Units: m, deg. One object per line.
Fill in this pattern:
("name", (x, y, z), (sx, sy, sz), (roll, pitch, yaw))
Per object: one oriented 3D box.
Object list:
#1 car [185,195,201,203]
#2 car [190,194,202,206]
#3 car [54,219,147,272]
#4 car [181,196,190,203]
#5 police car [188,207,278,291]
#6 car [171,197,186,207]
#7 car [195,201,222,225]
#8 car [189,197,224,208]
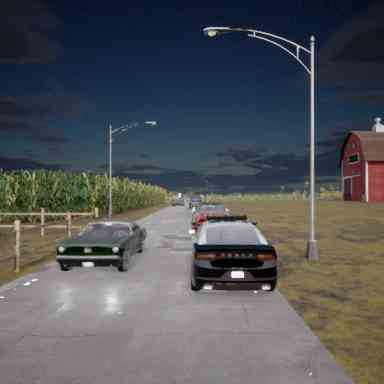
("car", (0.560, 1.598, 46.486), (2.128, 1.511, 4.902), (0, 0, 1))
("car", (0.717, 1.482, 60.644), (2.150, 2.045, 5.566), (0, -1, 1))
("car", (-2.722, 1.607, 10.967), (1.895, 1.301, 4.718), (0, 0, 1))
("car", (-1.696, 2.010, 89.038), (2.097, 1.767, 4.553), (0, -1, 1))
("police car", (0.931, 1.430, 9.153), (1.930, 1.638, 5.238), (0, 0, 1))
("car", (-2.206, 1.740, 53.660), (1.994, 1.385, 4.181), (0, -1, 1))
("car", (1.120, 1.527, 25.046), (1.837, 1.490, 4.892), (0, 0, 1))
("car", (1.048, 1.366, 19.014), (2.097, 1.767, 4.553), (0, 0, 1))
